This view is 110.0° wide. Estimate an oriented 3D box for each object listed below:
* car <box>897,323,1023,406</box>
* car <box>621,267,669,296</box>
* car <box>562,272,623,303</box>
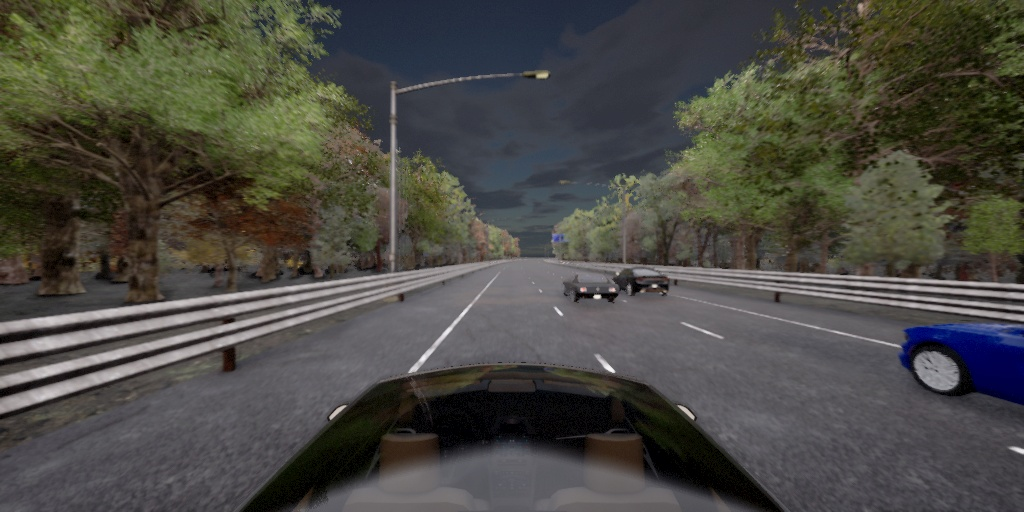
[{"bbox_3d":[7.100,1.241,3.618,1.882,1.535,5.008,0,0,0],"label":"car"},{"bbox_3d":[7.095,1.358,20.315,1.882,1.535,5.008,0,0,0],"label":"car"},{"bbox_3d":[3.596,1.460,17.314,1.895,1.301,4.718,0,0,0],"label":"car"}]
